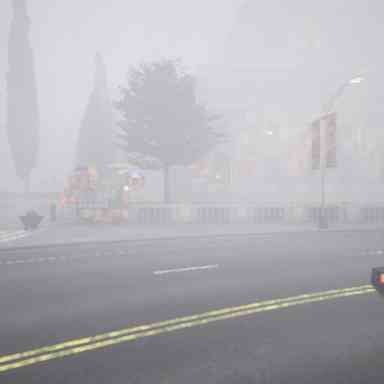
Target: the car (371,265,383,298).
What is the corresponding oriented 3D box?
[{"bbox_3d":[5.861,1.625,6.275,4.718,1.301,1.895,0,0,-21],"label":"car"}]
